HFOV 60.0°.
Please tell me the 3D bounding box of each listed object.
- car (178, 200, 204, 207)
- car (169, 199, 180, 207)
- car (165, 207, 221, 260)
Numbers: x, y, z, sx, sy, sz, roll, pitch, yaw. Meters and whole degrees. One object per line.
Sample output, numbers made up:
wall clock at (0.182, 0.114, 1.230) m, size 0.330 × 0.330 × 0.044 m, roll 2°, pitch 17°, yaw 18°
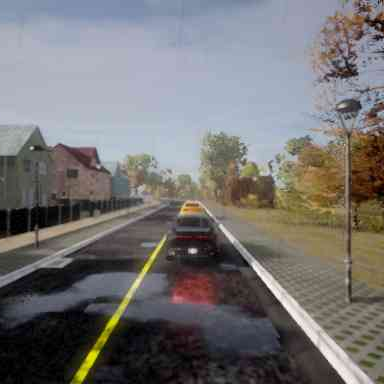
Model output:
car at (0.054, 1.596, 28.824) m, size 1.882 × 1.535 × 5.008 m, roll 0°, pitch 0°, yaw 0°
car at (-2.809, 1.822, 57.019) m, size 1.895 × 1.301 × 4.718 m, roll 0°, pitch 0°, yaw 1°
car at (0.046, 1.563, 12.669) m, size 1.837 × 1.490 × 4.892 m, roll 0°, pitch 0°, yaw 1°
